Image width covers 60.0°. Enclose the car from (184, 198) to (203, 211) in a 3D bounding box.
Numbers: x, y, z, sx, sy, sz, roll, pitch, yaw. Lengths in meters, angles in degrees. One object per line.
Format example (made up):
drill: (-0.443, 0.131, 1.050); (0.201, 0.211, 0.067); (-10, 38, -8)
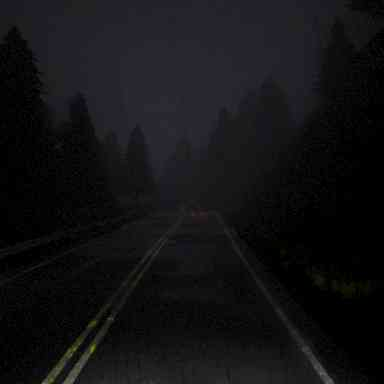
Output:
car: (0.188, 1.555, 42.178); (2.128, 1.511, 4.902); (1, -1, -10)
